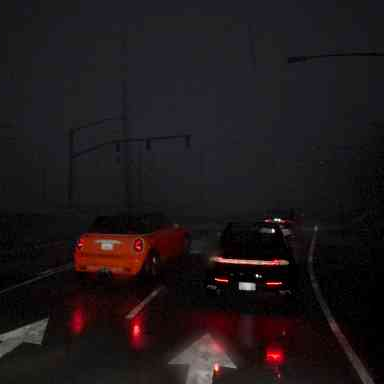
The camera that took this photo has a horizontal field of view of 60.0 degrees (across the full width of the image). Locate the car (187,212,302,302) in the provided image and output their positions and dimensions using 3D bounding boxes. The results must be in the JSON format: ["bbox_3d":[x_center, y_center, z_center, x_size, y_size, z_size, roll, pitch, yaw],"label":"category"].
[{"bbox_3d":[1.558,1.492,8.371,2.128,1.511,4.902,0,0,13],"label":"car"}]

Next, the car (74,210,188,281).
[{"bbox_3d":[-1.520,1.352,10.156,2.097,1.767,4.553,0,0,15],"label":"car"}]

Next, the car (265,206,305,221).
[{"bbox_3d":[4.636,1.505,17.249,1.837,1.490,4.892,0,0,21],"label":"car"}]
